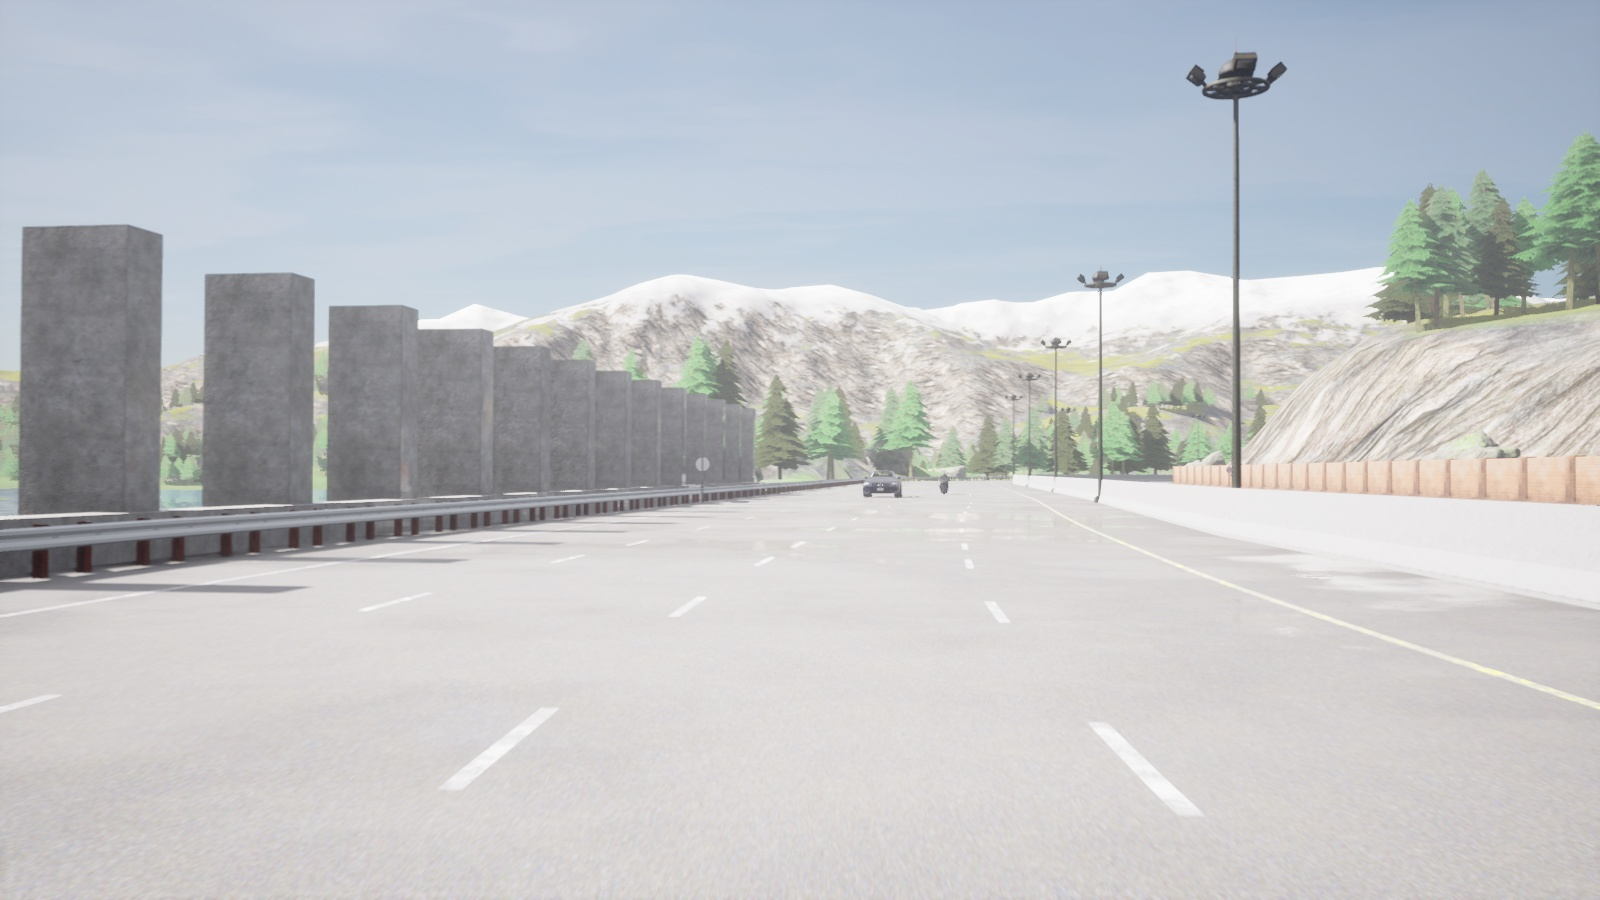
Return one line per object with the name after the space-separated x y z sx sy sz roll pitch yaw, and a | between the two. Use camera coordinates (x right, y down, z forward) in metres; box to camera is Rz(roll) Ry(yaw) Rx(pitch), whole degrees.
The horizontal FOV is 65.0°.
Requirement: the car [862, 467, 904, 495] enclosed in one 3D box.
4.969 1.827 74.801 2.152 1.651 5.027 0 -1 7 | car
